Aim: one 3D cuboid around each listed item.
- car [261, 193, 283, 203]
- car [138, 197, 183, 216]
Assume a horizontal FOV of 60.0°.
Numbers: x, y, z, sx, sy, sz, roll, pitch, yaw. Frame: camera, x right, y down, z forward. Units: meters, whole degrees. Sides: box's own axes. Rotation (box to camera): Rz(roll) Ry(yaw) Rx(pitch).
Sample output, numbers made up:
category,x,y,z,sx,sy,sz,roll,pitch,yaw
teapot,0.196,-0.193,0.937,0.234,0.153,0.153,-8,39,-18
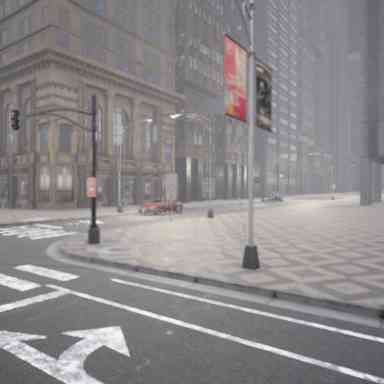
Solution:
category,x,y,z,sx,sy,sz,roll,pitch,yaw
car,11.649,0.849,48.499,2.128,1.511,4.902,0,1,36
car,-2.583,1.208,28.688,1.812,1.442,4.674,0,1,36
